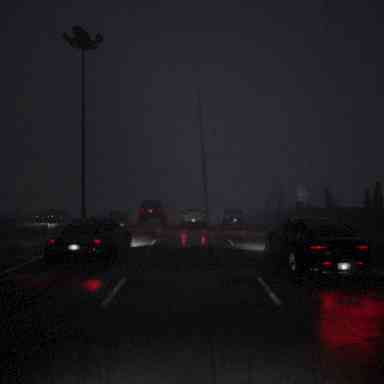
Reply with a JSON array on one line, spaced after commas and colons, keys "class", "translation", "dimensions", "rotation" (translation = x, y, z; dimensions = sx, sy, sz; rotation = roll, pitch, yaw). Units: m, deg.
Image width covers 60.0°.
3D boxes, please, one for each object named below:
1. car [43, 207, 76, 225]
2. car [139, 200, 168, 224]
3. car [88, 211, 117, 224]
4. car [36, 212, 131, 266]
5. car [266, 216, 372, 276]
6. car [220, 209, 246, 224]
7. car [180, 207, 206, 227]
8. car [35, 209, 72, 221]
[{"class": "car", "translation": [-17.506, 3.299, 44.225], "dimensions": [2.150, 2.045, 5.566], "rotation": [0, -7, 0]}, {"class": "car", "translation": [-3.405, 1.853, 30.052], "dimensions": [2.150, 2.045, 5.566], "rotation": [0, -4, 0]}, {"class": "car", "translation": [-10.514, 3.059, 39.487], "dimensions": [2.033, 1.411, 5.357], "rotation": [0, -6, 0]}, {"class": "car", "translation": [-3.401, 1.567, 11.582], "dimensions": [1.994, 1.385, 4.181], "rotation": [0, 0, 0]}, {"class": "car", "translation": [3.599, 1.507, 10.289], "dimensions": [1.837, 1.490, 4.892], "rotation": [0, 0, 0]}, {"class": "car", "translation": [3.595, 2.228, 29.961], "dimensions": [1.895, 1.301, 4.718], "rotation": [0, -4, 0]}, {"class": "car", "translation": [0.097, 1.863, 25.298], "dimensions": [1.812, 1.442, 4.674], "rotation": [0, -3, 0]}, {"class": "car", "translation": [-14.049, 2.443, 33.794], "dimensions": [1.837, 1.490, 4.892], "rotation": [0, -5, 1]}]
